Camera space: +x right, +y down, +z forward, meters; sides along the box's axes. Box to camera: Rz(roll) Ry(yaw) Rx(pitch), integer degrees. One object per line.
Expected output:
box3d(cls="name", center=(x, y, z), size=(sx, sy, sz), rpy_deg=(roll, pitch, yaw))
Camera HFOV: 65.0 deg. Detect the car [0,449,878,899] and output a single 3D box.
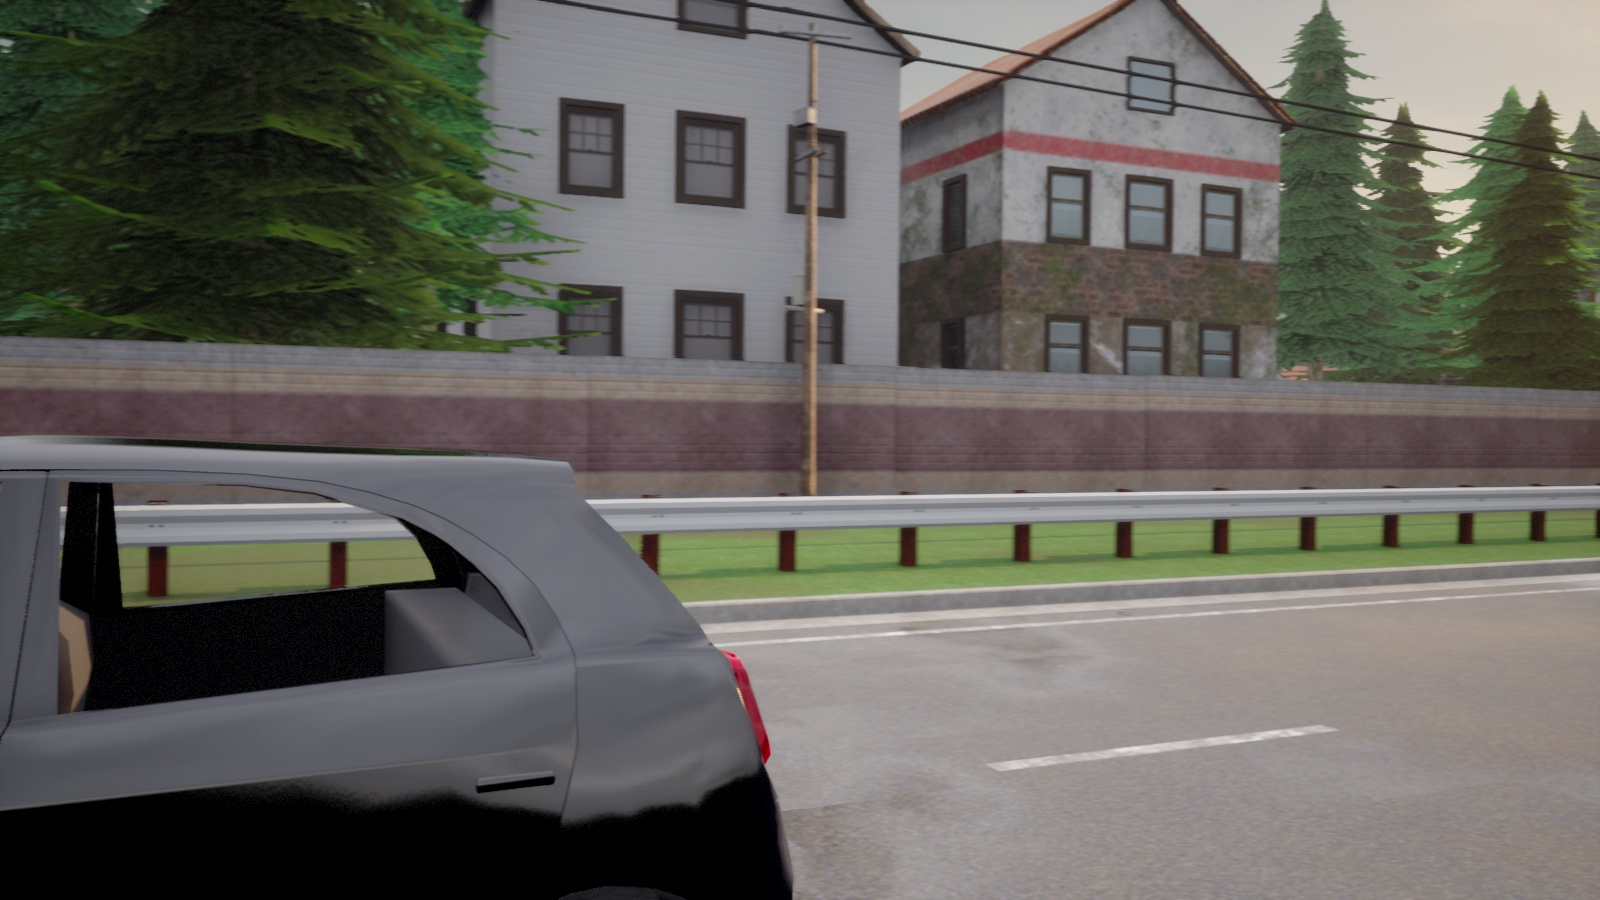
box3d(cls="car", center=(-1.881, 0.789, 2.575), size=(3.633, 1.501, 1.845), rpy_deg=(-1, 1, -24))
